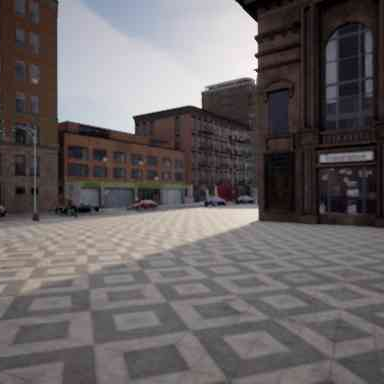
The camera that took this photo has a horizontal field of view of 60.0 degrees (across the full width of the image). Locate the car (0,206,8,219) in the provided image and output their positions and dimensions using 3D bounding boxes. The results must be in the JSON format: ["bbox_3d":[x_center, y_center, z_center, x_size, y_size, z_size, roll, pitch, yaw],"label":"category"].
[{"bbox_3d":[-18.285,1.683,28.092,2.128,1.511,4.902,0,0,36],"label":"car"}]

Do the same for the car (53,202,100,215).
[{"bbox_3d":[-12.484,1.781,36.143,1.895,1.301,4.718,0,0,36],"label":"car"}]

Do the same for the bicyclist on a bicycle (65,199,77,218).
[{"bbox_3d":[-10.341,1.455,28.454,1.656,1.620,0.582,-1,0,36],"label":"bicyclist on a bicycle"}]

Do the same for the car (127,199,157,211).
[{"bbox_3d":[-6.588,1.694,44.299,1.812,1.442,4.674,0,0,36],"label":"car"}]

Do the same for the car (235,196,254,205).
[{"bbox_3d":[9.818,1.475,61.617,2.097,1.767,4.553,0,0,36],"label":"car"}]

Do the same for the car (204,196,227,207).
[{"bbox_3d":[3.823,1.488,53.293,2.097,1.767,4.553,0,0,36],"label":"car"}]
